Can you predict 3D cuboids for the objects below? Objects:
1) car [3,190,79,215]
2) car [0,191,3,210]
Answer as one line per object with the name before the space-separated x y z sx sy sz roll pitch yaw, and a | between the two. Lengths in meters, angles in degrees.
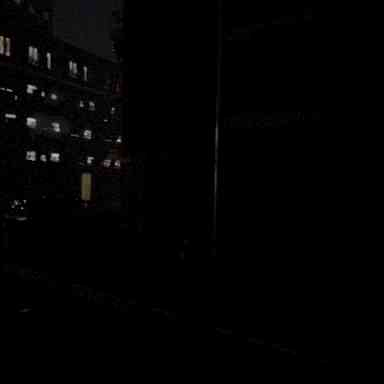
car | -12.317 0.819 28.096 2.150 2.045 5.566 2 0 34
car | -15.936 0.804 27.463 2.192 1.841 5.009 0 -1 35
